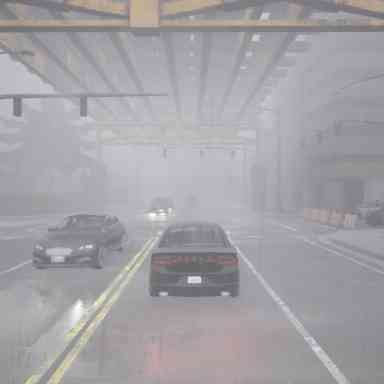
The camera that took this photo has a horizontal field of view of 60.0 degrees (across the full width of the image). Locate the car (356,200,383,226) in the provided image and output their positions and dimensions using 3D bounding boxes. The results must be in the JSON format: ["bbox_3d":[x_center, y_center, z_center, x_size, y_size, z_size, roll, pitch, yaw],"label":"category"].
[{"bbox_3d":[13.213,1.398,20.922,4.974,1.542,2.038,0,0,-20],"label":"car"}]

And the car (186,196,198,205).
[{"bbox_3d":[-0.028,1.418,56.853,2.128,1.511,4.902,0,0,0],"label":"car"}]

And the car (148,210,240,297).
[{"bbox_3d":[0.051,1.468,8.617,1.882,1.535,5.008,0,0,0],"label":"car"}]

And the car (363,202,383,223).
[{"bbox_3d":[13.262,1.240,20.940,4.536,1.218,1.853,0,0,-20],"label":"car"}]

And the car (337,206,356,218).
[{"bbox_3d":[13.577,1.234,25.059,4.536,1.218,1.853,0,0,25],"label":"car"}]

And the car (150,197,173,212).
[{"bbox_3d":[-3.677,1.450,38.330,2.128,1.511,4.902,0,0,0],"label":"car"}]

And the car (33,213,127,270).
[{"bbox_3d":[-3.468,1.486,11.131,2.128,1.511,4.902,0,0,1],"label":"car"}]
